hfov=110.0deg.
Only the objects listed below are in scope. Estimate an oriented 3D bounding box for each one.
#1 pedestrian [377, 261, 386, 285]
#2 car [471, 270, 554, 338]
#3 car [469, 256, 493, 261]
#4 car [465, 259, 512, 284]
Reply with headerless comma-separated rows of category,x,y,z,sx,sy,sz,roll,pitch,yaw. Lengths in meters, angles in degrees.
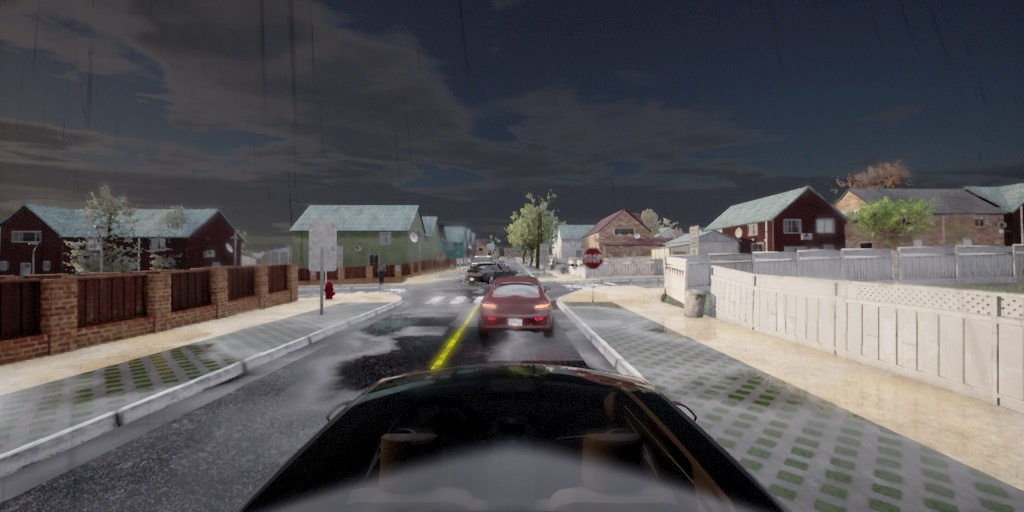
pedestrian,-9.680,1.211,26.514,0.375,1.860,0.375,0,0,0
car,0.138,1.278,10.089,1.812,1.442,4.674,0,0,2
car,-2.820,0.972,34.330,2.150,2.045,5.566,0,0,0
car,-1.345,1.259,25.812,1.837,1.490,4.892,2,2,34
